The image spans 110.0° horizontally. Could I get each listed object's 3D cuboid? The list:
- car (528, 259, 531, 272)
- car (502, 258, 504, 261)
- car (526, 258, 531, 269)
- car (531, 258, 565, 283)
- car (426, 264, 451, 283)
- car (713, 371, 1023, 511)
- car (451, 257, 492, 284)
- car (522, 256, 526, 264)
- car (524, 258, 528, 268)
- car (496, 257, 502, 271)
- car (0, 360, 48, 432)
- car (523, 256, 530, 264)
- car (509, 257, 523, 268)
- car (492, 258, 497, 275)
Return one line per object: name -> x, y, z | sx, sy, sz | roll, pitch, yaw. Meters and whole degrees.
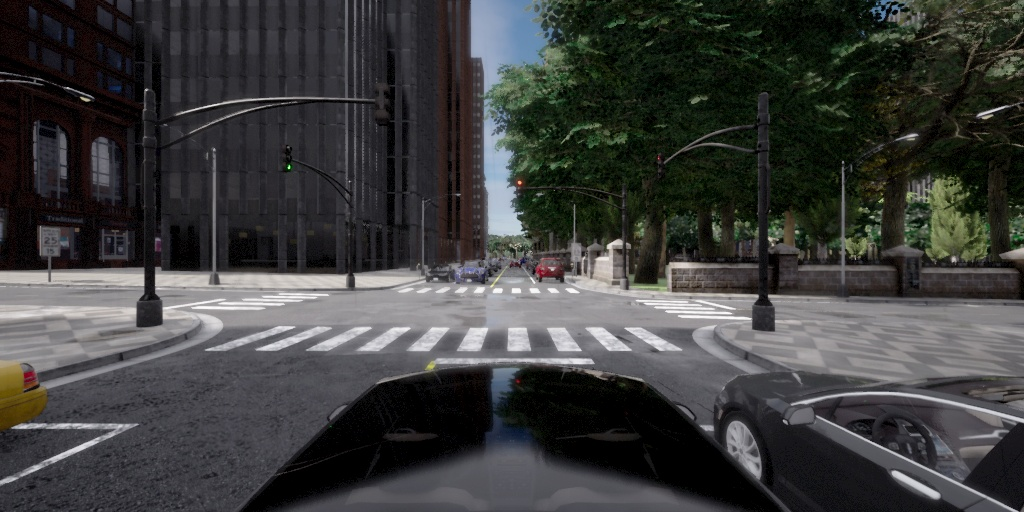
car -> 3.046, 1.338, 39.292 | 1.948, 1.339, 4.313 | 0, 0, 0
car -> -2.664, 1.354, 55.429 | 1.994, 1.385, 4.181 | 0, 0, 1
car -> 3.087, 1.329, 44.748 | 2.007, 1.370, 4.403 | 0, 0, 0
car -> 2.963, 1.075, 28.380 | 2.192, 1.841, 5.009 | 0, 0, 0
car -> -5.562, 1.326, 28.436 | 1.948, 1.339, 4.313 | 0, 0, 0
car -> 2.760, 1.300, 1.716 | 2.007, 1.370, 4.403 | 0, 0, 0
car -> -2.912, 1.112, 26.839 | 2.097, 1.767, 4.553 | 0, 0, 0
car -> 3.211, 1.237, 61.118 | 1.967, 1.591, 4.097 | 0, 0, 0
car -> 3.129, 1.335, 50.205 | 2.007, 1.370, 4.403 | 0, 0, 0
car -> -2.764, 1.270, 45.439 | 2.128, 1.511, 4.902 | 0, 0, 0
car -> -5.766, 1.275, 1.602 | 1.751, 1.417, 4.829 | 0, 0, 0
car -> 3.170, 1.231, 55.661 | 1.967, 1.591, 4.097 | 0, 0, 0
car -> 0.536, 1.323, 61.252 | 1.812, 1.442, 4.674 | 0, 0, 0
car -> -2.842, 1.273, 35.942 | 1.837, 1.490, 4.892 | 0, 0, 1
